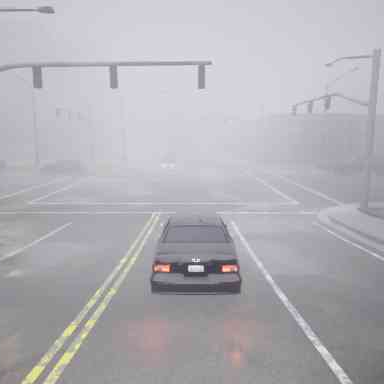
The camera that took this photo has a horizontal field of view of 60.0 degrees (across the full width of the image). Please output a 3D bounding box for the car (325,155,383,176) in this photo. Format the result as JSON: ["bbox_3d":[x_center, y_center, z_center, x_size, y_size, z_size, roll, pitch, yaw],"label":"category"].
[{"bbox_3d":[17.067,-2.756,33.822,5.566,2.045,2.150,0,9,1],"label":"car"}]

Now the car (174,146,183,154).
[{"bbox_3d":[-3.409,-8.507,71.194,2.033,1.411,5.357,0,9,0],"label":"car"}]

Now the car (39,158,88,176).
[{"bbox_3d":[-13.169,-2.643,33.981,4.553,1.767,2.097,0,9,0],"label":"car"}]

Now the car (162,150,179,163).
[{"bbox_3d":[-3.530,-5.300,51.521,2.033,1.411,5.357,0,9,0],"label":"car"}]

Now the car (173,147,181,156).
[{"bbox_3d":[-3.489,-6.884,60.999,1.837,1.490,4.892,0,9,0],"label":"car"}]

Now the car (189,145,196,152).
[{"bbox_3d":[0.118,-12.031,91.711,2.097,1.767,4.553,0,9,0],"label":"car"}]

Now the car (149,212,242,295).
[{"bbox_3d":[0.085,1.218,8.395,2.033,1.411,5.357,0,4,0],"label":"car"}]

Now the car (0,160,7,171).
[{"bbox_3d":[-23.509,-3.073,37.504,4.902,1.511,2.128,0,9,0],"label":"car"}]

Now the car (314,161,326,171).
[{"bbox_3d":[16.323,-3.052,37.327,4.902,1.511,2.128,0,9,0],"label":"car"}]

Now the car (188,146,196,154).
[{"bbox_3d":[0.103,-9.894,80.065,1.895,1.301,4.718,0,9,0],"label":"car"}]
